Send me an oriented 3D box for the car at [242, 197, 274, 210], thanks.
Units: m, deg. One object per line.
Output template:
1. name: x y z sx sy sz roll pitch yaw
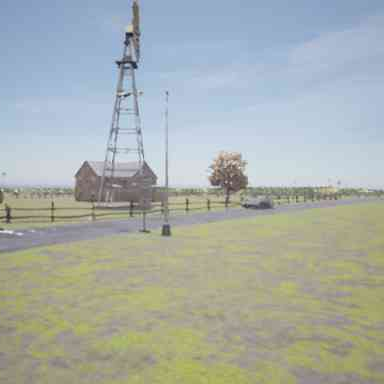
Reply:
1. car: 8.029 1.356 39.964 2.033 1.411 5.357 1 1 38
